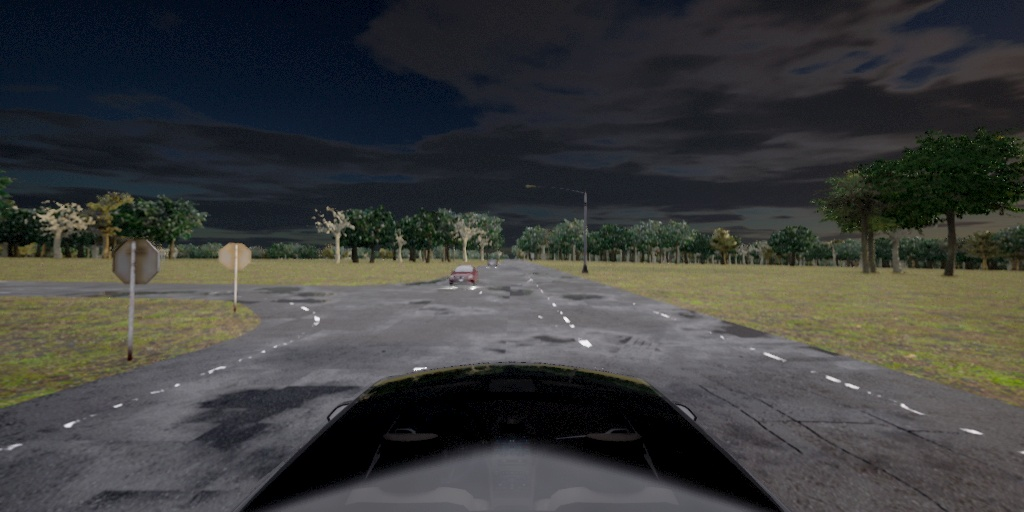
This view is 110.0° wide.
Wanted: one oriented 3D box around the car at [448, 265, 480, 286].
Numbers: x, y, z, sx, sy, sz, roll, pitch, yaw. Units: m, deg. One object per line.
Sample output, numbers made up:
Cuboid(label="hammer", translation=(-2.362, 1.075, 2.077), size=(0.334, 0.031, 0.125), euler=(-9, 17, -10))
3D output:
Cuboid(label="car", translation=(-3.493, 1.388, 26.843), size=(1.812, 1.442, 4.674), euler=(0, 0, 0))
